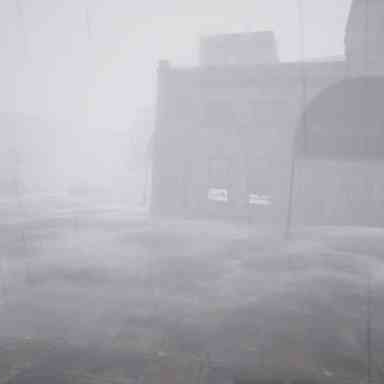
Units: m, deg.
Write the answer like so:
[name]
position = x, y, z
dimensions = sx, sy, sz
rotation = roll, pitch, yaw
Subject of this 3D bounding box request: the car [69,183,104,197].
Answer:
[car]
position = -12.249, -0.297, 38.904
dimensions = 2.128, 1.511, 4.902
rotation = 5, 4, 20
